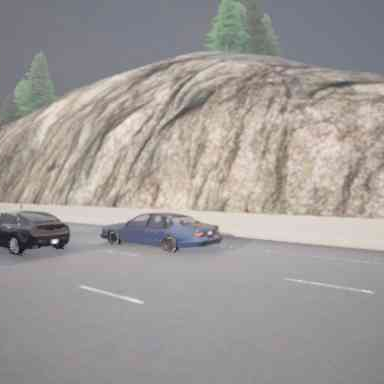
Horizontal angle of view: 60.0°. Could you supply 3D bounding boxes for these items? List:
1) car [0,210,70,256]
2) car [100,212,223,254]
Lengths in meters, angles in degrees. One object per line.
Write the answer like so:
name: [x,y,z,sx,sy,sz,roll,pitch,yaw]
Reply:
car: [-6.817,1.492,13.154,4.892,1.490,1.837,0,0,36]
car: [-1.386,1.539,13.580,5.357,1.411,2.033,0,0,35]
